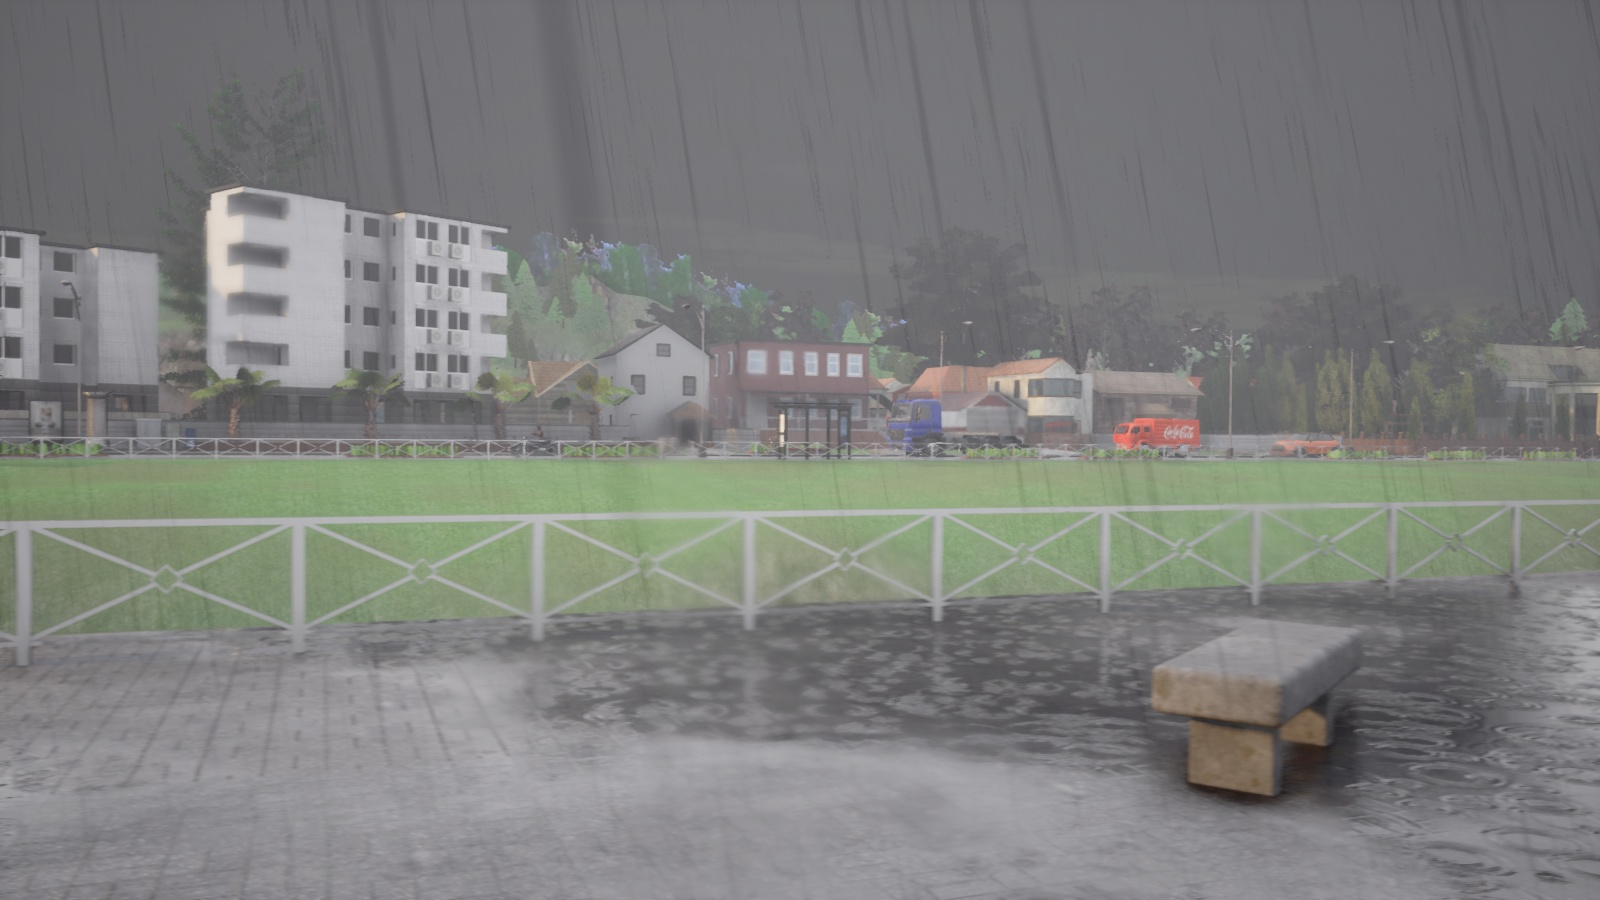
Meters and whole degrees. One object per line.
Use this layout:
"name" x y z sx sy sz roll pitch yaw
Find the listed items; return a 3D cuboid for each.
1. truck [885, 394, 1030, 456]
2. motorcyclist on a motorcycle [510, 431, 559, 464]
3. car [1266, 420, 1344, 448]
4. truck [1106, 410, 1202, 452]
"truck" 9.183 -1.475 73.251 7.936 3.462 2.891 -1 1 -21
"motorcyclist on a motorcycle" -13.657 -0.155 64.596 2.350 1.649 0.766 -1 1 -21
"car" 33.101 -1.041 82.336 4.553 1.767 2.097 -1 1 -21
"truck" 22.039 -1.199 78.135 5.204 2.467 2.627 -1 1 -21
